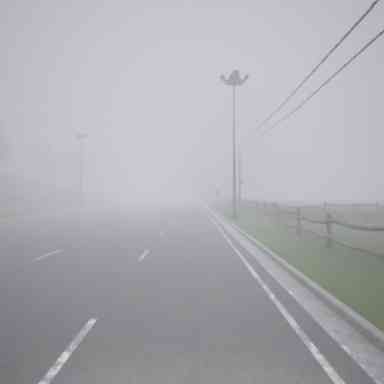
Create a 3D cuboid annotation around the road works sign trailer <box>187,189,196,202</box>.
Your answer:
[{"bbox_3d":[-0.016,0.823,87.094,2.380,3.560,2.880,0,0,0],"label":"road works sign trailer"}]
